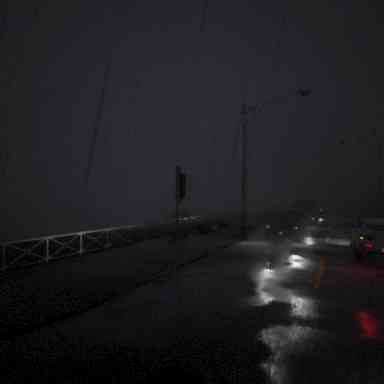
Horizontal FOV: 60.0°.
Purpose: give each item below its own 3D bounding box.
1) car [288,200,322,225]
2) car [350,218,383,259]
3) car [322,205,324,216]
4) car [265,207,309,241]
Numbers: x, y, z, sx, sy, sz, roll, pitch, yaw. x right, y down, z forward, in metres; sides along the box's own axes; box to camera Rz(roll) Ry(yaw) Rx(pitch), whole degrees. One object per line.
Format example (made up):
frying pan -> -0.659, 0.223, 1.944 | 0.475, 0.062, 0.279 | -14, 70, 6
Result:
car -> 9.709, 1.694, 28.816 | 2.150, 2.045, 5.566 | 0, -1, 24
car -> 7.385, 1.755, 13.202 | 1.812, 1.442, 4.674 | 0, -1, 23
car -> 16.135, 2.198, 43.287 | 1.882, 1.535, 5.008 | 0, -1, 24
car -> 5.408, 1.835, 18.954 | 1.812, 1.442, 4.674 | 0, -1, 23
